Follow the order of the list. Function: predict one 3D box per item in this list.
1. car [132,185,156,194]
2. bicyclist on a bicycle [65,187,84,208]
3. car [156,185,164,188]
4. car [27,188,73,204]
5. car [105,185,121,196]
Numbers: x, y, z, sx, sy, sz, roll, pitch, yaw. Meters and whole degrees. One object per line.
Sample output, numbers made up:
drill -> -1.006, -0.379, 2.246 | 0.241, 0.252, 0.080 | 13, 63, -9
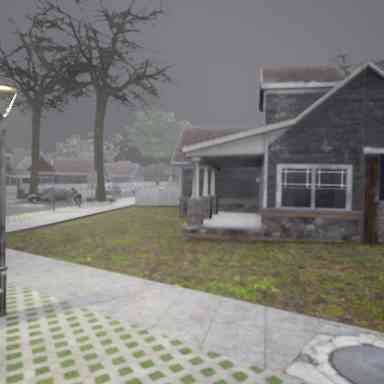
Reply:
car -> -7.568, -0.321, 51.187 | 1.895, 1.301, 4.718 | 2, 2, 11
bicyclist on a bicycle -> -9.175, 0.467, 26.002 | 1.656, 1.620, 0.582 | 1, 3, 10
car -> -5.820, -0.691, 61.038 | 1.895, 1.301, 4.718 | 2, 2, 10
car -> -13.872, 0.308, 32.909 | 2.033, 1.411, 5.357 | 2, 3, 10
car -> -11.412, -0.220, 46.196 | 1.994, 1.385, 4.181 | 2, 3, 11
